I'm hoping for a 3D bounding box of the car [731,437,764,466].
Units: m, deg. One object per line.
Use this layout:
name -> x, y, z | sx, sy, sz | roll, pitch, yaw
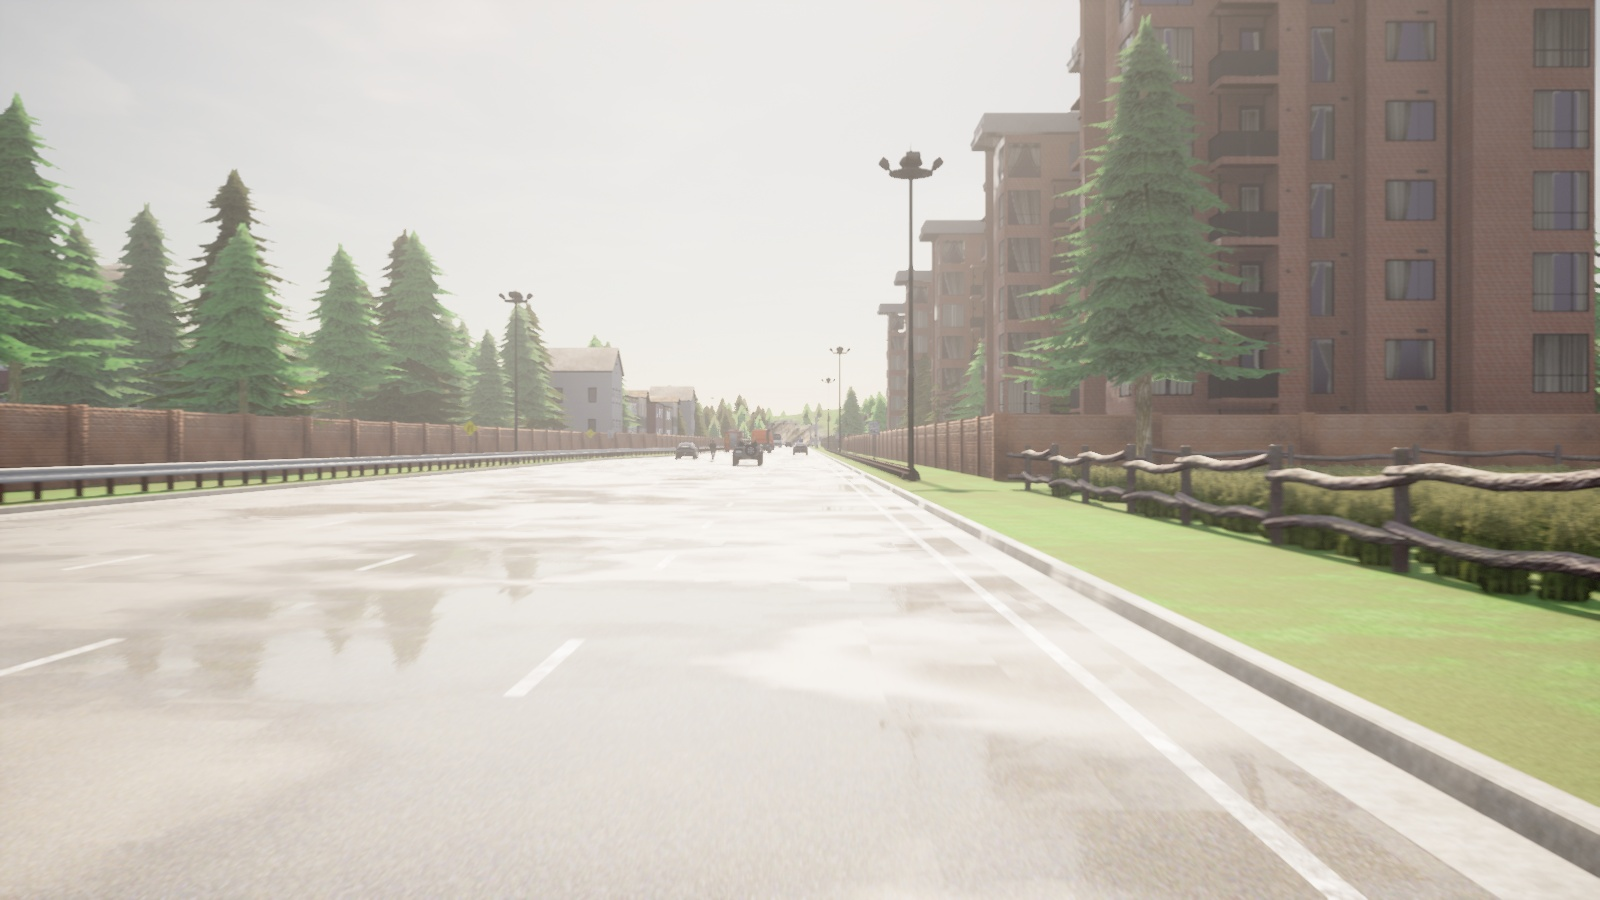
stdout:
car -> -3.449, 0.066, 83.116 | 1.932, 1.855, 4.605 | 0, 0, 0
